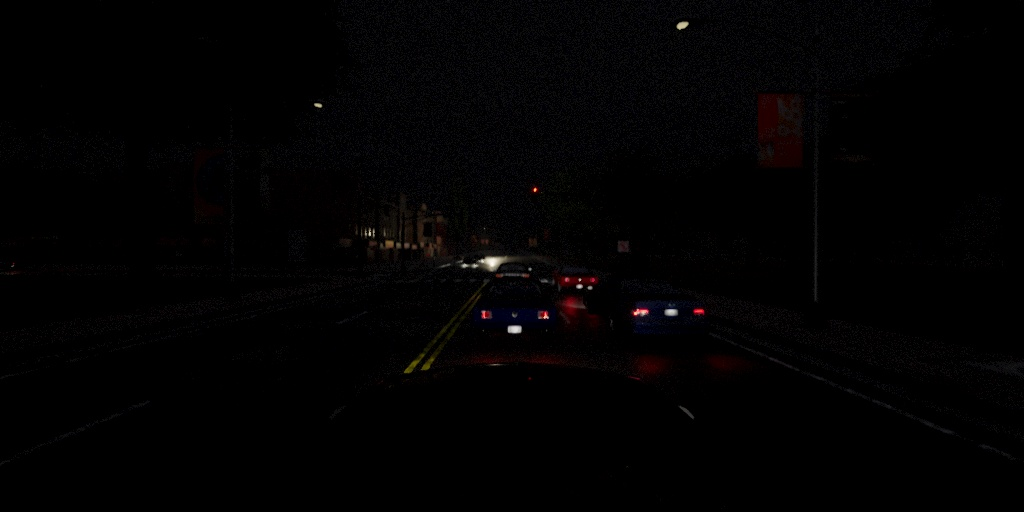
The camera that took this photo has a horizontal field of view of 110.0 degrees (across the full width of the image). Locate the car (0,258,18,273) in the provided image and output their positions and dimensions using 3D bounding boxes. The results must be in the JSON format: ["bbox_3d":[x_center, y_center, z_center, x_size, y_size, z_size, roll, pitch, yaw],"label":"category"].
[{"bbox_3d":[-45.640,0.762,30.317,5.357,1.411,2.033,0,0,0],"label":"car"}]

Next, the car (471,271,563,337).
[{"bbox_3d":[0.078,1.255,9.846,1.895,1.301,4.718,0,1,0],"label":"car"}]

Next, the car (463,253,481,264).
[{"bbox_3d":[-6.599,0.440,57.185,1.882,1.535,5.008,0,1,0],"label":"car"}]

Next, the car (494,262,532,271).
[{"bbox_3d":[0.044,1.057,19.209,1.882,1.535,5.008,0,0,0],"label":"car"}]

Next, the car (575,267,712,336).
[{"bbox_3d":[3.328,1.200,9.984,2.033,1.411,5.357,0,1,0],"label":"car"}]

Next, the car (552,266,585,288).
[{"bbox_3d":[3.295,1.176,19.640,1.895,1.301,4.718,0,0,0],"label":"car"}]
